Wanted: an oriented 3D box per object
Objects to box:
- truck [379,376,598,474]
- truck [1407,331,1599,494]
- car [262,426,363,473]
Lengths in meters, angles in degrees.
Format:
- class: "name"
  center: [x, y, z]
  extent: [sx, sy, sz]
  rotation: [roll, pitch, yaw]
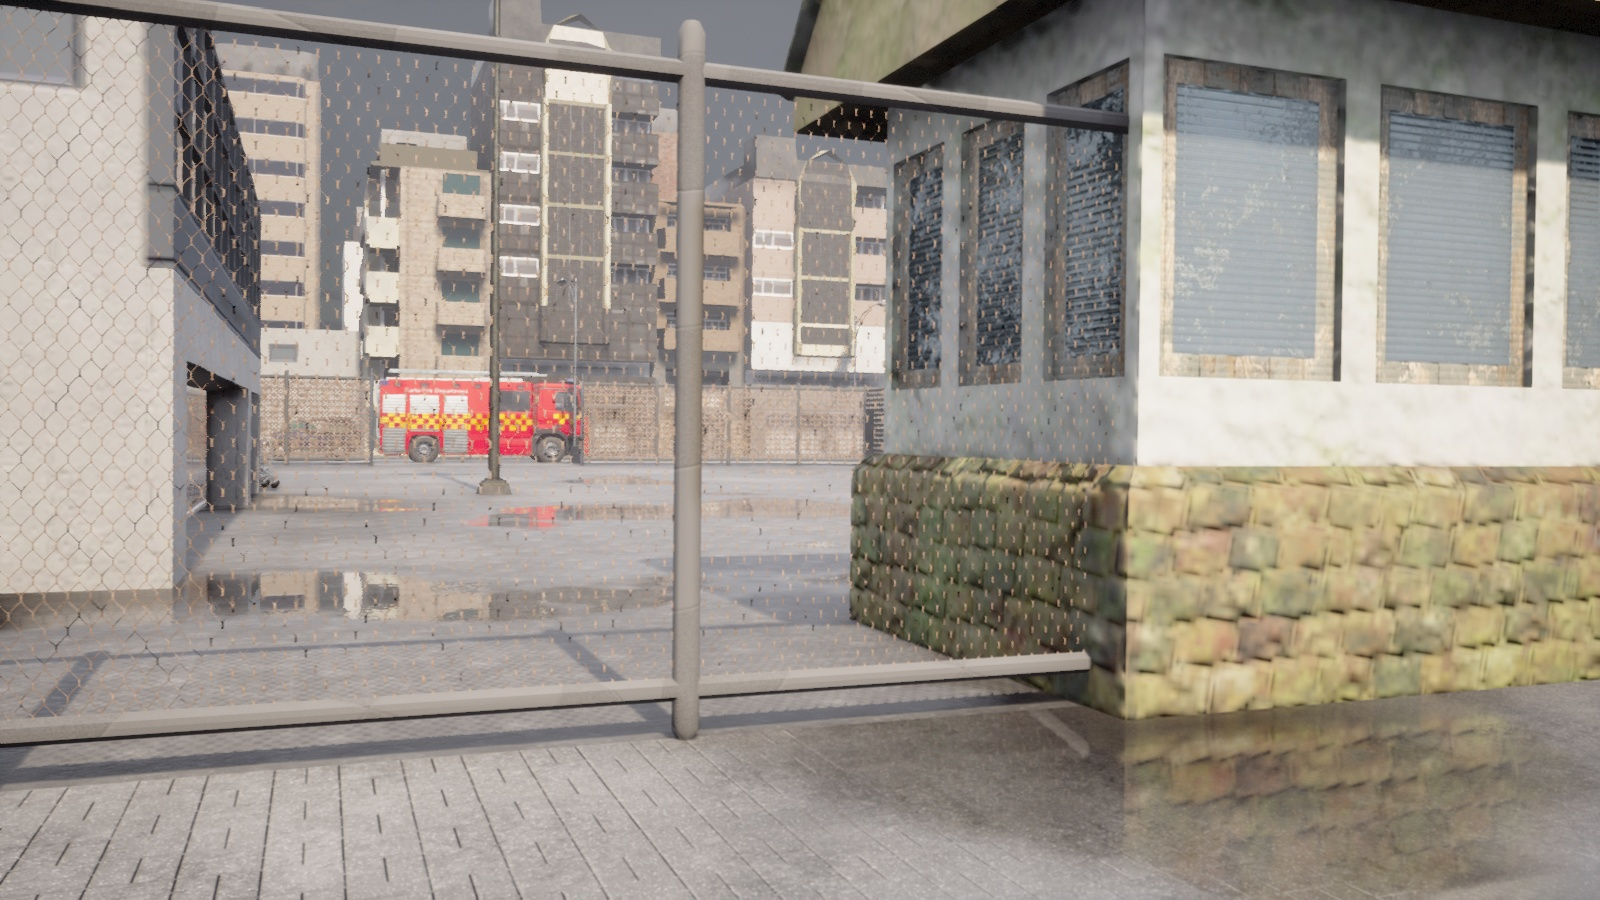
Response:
- class: "truck"
  center: [-12.846, -1.072, 51.904]
  extent: [8.468, 3.827, 2.891]
  rotation: [-1, 1, -20]
- class: "truck"
  center: [17.911, -0.837, 28.352]
  extent: [2.891, 3.462, 7.936]
  rotation: [-1, 1, -18]
- class: "car"
  center: [-20.625, -0.049, 53.220]
  extent: [3.866, 1.878, 1.905]
  rotation: [-1, 1, -21]
